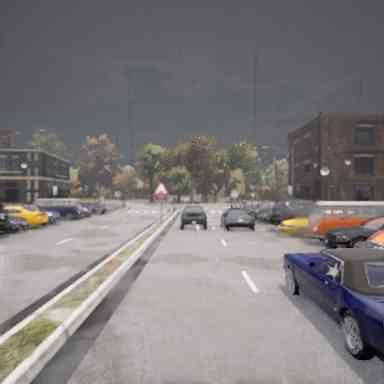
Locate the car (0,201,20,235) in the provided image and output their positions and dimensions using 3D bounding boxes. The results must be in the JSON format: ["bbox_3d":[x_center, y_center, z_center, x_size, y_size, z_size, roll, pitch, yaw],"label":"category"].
[{"bbox_3d":[-12.539,1.425,17.352,5.566,2.045,2.435,0,-1,0],"label":"car"}]

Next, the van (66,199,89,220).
[{"bbox_3d":[-12.368,1.620,31.123,4.442,1.987,1.878,0,-1,0],"label":"van"}]

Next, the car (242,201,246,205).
[{"bbox_3d":[7.684,1.869,34.838,5.008,1.535,2.097,0,0,0],"label":"car"}]

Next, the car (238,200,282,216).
[{"bbox_3d":[7.650,1.766,37.602,4.553,1.767,2.185,0,0,0],"label":"car"}]

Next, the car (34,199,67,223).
[{"bbox_3d":[-12.526,1.656,25.686,4.553,1.767,2.185,0,-1,0],"label":"car"}]

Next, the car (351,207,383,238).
[{"bbox_3d":[7.682,1.463,10.022,4.553,1.767,2.185,0,-1,0],"label":"car"}]

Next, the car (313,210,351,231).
[{"bbox_3d":[7.659,1.621,12.778,5.008,1.535,2.097,0,-1,0],"label":"car"}]

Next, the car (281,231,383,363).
[{"bbox_3d":[3.106,1.664,5.961,1.895,1.301,4.718,0,-1,0],"label":"car"}]

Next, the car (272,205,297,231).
[{"bbox_3d":[7.475,1.684,18.293,5.366,1.575,1.946,0,-1,0],"label":"car"}]

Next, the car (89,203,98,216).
[{"bbox_3d":[-12.510,1.746,34.030,4.553,1.767,2.185,0,0,0],"label":"car"}]

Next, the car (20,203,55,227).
[{"bbox_3d":[-12.495,1.745,22.781,5.008,1.535,2.097,0,-1,0],"label":"car"}]

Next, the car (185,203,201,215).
[{"bbox_3d":[0.166,2.038,41.093,1.895,1.301,4.718,0,0,0],"label":"car"}]

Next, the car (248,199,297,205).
[{"bbox_3d":[7.641,1.690,29.326,4.553,1.767,2.185,0,-1,0],"label":"car"}]

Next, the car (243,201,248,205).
[{"bbox_3d":[7.673,1.883,32.082,4.674,1.452,2.002,0,-1,0],"label":"car"}]

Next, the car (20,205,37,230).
[{"bbox_3d":[-12.511,1.712,20.127,4.892,1.521,2.231,0,-1,0],"label":"car"}]

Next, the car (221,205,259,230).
[{"bbox_3d":[3.126,1.832,23.373,1.994,1.385,4.181,0,-1,0],"label":"car"}]

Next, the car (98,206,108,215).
[{"bbox_3d":[-12.439,1.939,39.464,4.792,1.488,2.163,0,0,0],"label":"car"}]

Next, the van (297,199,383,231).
[{"bbox_3d":[7.540,1.428,15.538,4.442,1.987,1.878,0,-1,0],"label":"van"}]

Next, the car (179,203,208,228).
[{"bbox_3d":[0.127,1.786,24.435,1.837,1.490,4.892,0,0,0],"label":"car"}]

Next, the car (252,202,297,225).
[{"bbox_3d":[7.675,1.788,26.563,4.892,1.521,2.231,0,-1,0],"label":"car"}]
